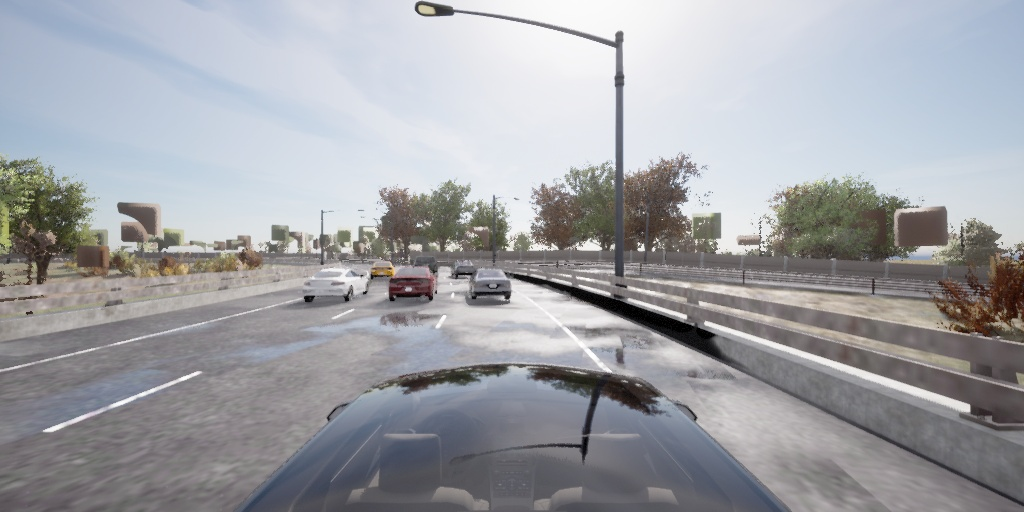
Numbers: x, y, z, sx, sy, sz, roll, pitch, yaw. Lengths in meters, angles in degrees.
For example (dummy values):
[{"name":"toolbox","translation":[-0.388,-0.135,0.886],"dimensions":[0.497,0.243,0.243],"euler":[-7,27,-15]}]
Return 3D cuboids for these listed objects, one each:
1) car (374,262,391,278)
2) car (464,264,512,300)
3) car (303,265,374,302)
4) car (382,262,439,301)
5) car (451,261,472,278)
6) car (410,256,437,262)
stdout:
[{"name":"car","translation":[-11.335,1.233,31.669],"dimensions":[1.882,1.535,5.008],"euler":[0,0,-16]},{"name":"car","translation":[-1.167,1.311,17.780],"dimensions":[2.033,1.411,5.357],"euler":[0,0,-8]},{"name":"car","translation":[-8.095,1.281,16.781],"dimensions":[1.812,1.442,4.674],"euler":[0,0,-8]},{"name":"car","translation":[-4.631,1.233,17.280],"dimensions":[1.882,1.535,5.008],"euler":[0,0,-8]},{"name":"car","translation":[-4.619,1.243,33.640],"dimensions":[2.128,1.511,4.902],"euler":[0,0,-16]},{"name":"car","translation":[-7.985,1.006,32.683],"dimensions":[2.150,2.045,5.566],"euler":[0,0,-16]}]
